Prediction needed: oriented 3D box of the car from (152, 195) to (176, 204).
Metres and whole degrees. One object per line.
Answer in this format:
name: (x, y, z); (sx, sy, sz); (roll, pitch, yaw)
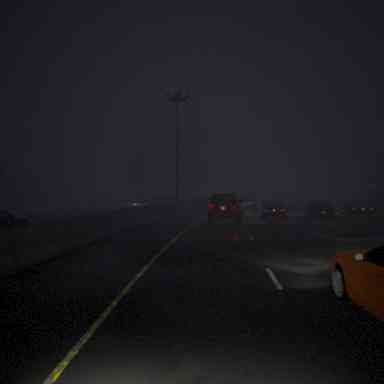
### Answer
car: (-3.999, 1.203, 53.444); (2.128, 1.511, 4.902); (0, 0, 21)

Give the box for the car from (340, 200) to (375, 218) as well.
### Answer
car: (14.191, 1.415, 28.888); (2.033, 1.411, 5.357); (0, 0, 13)

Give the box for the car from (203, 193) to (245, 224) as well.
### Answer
car: (2.419, 1.100, 23.708); (2.150, 2.045, 5.566); (0, 0, 10)

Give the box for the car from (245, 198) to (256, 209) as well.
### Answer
car: (6.894, 1.391, 41.615); (1.895, 1.301, 4.718); (0, 0, 18)

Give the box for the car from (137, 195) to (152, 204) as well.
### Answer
car: (-6.777, 1.220, 55.930); (1.812, 1.442, 4.674); (0, 0, 21)

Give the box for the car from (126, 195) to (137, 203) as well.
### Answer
car: (-9.695, 1.205, 58.085); (1.812, 1.442, 4.674); (0, 0, 22)

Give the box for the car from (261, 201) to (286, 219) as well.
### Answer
car: (6.673, 1.412, 27.329); (2.033, 1.411, 5.357); (0, 0, 12)

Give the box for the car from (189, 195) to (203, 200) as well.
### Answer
car: (1.042, 1.228, 56.649); (1.812, 1.442, 4.674); (0, 0, 23)

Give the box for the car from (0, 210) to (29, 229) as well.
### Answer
car: (-9.627, 1.506, 15.072); (1.895, 1.301, 4.718); (0, 0, 7)

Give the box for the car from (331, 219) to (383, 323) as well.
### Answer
car: (3.830, 1.456, 5.116); (1.882, 1.535, 5.008); (0, 0, 2)

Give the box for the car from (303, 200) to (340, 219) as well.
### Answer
car: (10.212, 1.350, 26.973); (1.882, 1.535, 5.008); (0, 0, 12)
